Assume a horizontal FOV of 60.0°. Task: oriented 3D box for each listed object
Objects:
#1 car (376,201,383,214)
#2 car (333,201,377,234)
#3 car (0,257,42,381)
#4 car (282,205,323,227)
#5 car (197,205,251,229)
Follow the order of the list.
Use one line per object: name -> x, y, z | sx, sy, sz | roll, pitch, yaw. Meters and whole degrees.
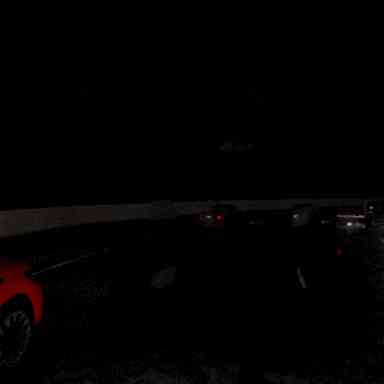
car -> 20.663, 1.642, 36.448 | 4.181, 1.385, 1.994 | 0, 0, -36
car -> 9.645, 1.524, 19.895 | 2.128, 1.511, 4.902 | 0, 0, 30
car -> -3.317, 1.199, 2.353 | 2.150, 2.045, 5.566 | 0, 0, 4
car -> 7.832, 1.583, 23.397 | 1.994, 1.385, 4.181 | 0, 0, 32
car -> 2.197, 1.535, 21.506 | 2.033, 1.411, 5.357 | 0, 0, 28
